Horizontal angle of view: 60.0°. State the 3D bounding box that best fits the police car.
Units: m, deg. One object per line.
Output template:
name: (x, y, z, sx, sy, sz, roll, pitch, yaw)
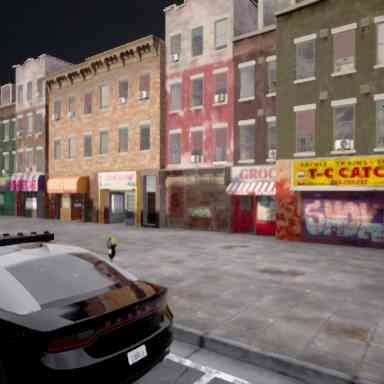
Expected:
police car: (-2.655, 1.424, 4.839, 5.238, 1.638, 1.930, 0, 0, 35)
